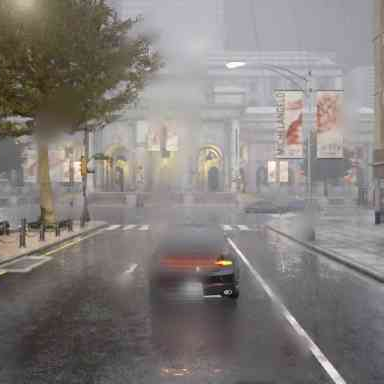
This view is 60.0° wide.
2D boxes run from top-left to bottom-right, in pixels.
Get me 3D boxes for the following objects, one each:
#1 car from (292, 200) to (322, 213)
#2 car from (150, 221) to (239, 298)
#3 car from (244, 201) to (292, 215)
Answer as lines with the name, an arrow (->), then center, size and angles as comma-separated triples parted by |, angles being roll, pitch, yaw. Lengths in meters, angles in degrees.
car -> 11.859, 1.564, 36.233 | 4.181, 1.385, 1.994 | 0, 0, 0
car -> 0.062, 1.505, 8.476 | 1.837, 1.490, 4.892 | 0, 0, 0
car -> 7.208, 1.564, 32.754 | 4.181, 1.385, 1.994 | 0, 0, 0
